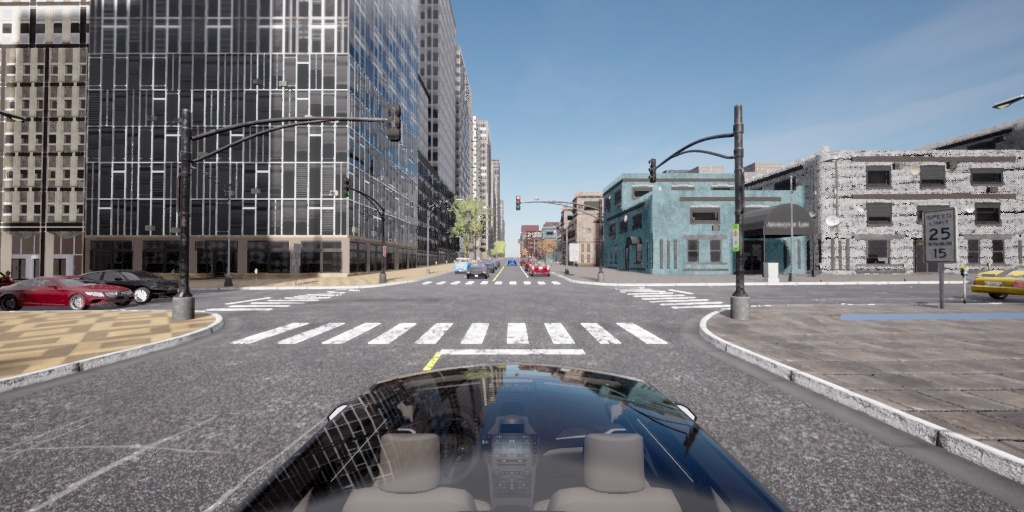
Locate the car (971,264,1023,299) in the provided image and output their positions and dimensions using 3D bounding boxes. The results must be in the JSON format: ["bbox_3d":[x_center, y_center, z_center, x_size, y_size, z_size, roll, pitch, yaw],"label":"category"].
[{"bbox_3d":[20.693,0.994,13.657,4.829,1.417,1.751,0,0,1],"label":"car"}]

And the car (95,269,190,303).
[{"bbox_3d":[-17.889,1.359,16.645,5.008,1.535,1.882,-1,-1,0],"label":"car"}]

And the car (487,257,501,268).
[{"bbox_3d":[-3.080,1.304,53.213,2.033,1.411,5.357,0,0,0],"label":"car"}]

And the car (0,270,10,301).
[{"bbox_3d":[-27.386,1.465,16.738,4.902,1.511,2.128,-1,-1,1],"label":"car"}]

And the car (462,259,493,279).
[{"bbox_3d":[-3.076,1.302,33.058,2.033,1.411,5.357,0,0,-1],"label":"car"}]

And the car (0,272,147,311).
[{"bbox_3d":[-17.416,1.413,14.033,4.207,1.307,1.802,0,0,1],"label":"car"}]

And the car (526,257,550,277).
[{"bbox_3d":[2.701,1.195,35.867,1.967,1.591,4.097,0,0,0],"label":"car"}]

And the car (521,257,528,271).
[{"bbox_3d":[2.704,1.070,47.215,2.192,1.841,5.009,0,0,0],"label":"car"}]

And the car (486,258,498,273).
[{"bbox_3d":[-3.083,1.319,42.937,1.994,1.385,4.181,0,0,0],"label":"car"}]

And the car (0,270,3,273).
[{"bbox_3d":[-23.099,1.325,14.090,4.097,1.591,1.967,0,0,1],"label":"car"}]

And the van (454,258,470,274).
[{"bbox_3d":[-5.679,1.096,41.505,1.690,1.789,3.998,0,0,0],"label":"van"}]
